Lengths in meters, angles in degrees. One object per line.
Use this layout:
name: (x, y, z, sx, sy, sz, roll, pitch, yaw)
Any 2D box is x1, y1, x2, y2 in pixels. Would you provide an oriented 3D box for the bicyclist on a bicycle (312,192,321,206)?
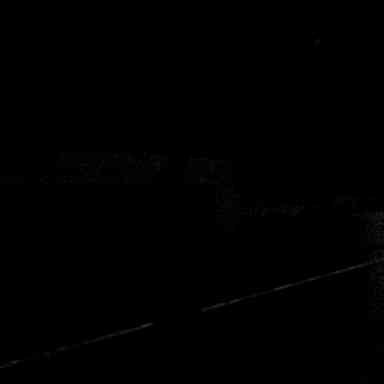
bicyclist on a bicycle: (14.305, 0.807, 38.207, 1.656, 1.620, 0.582, -1, 1, -36)
